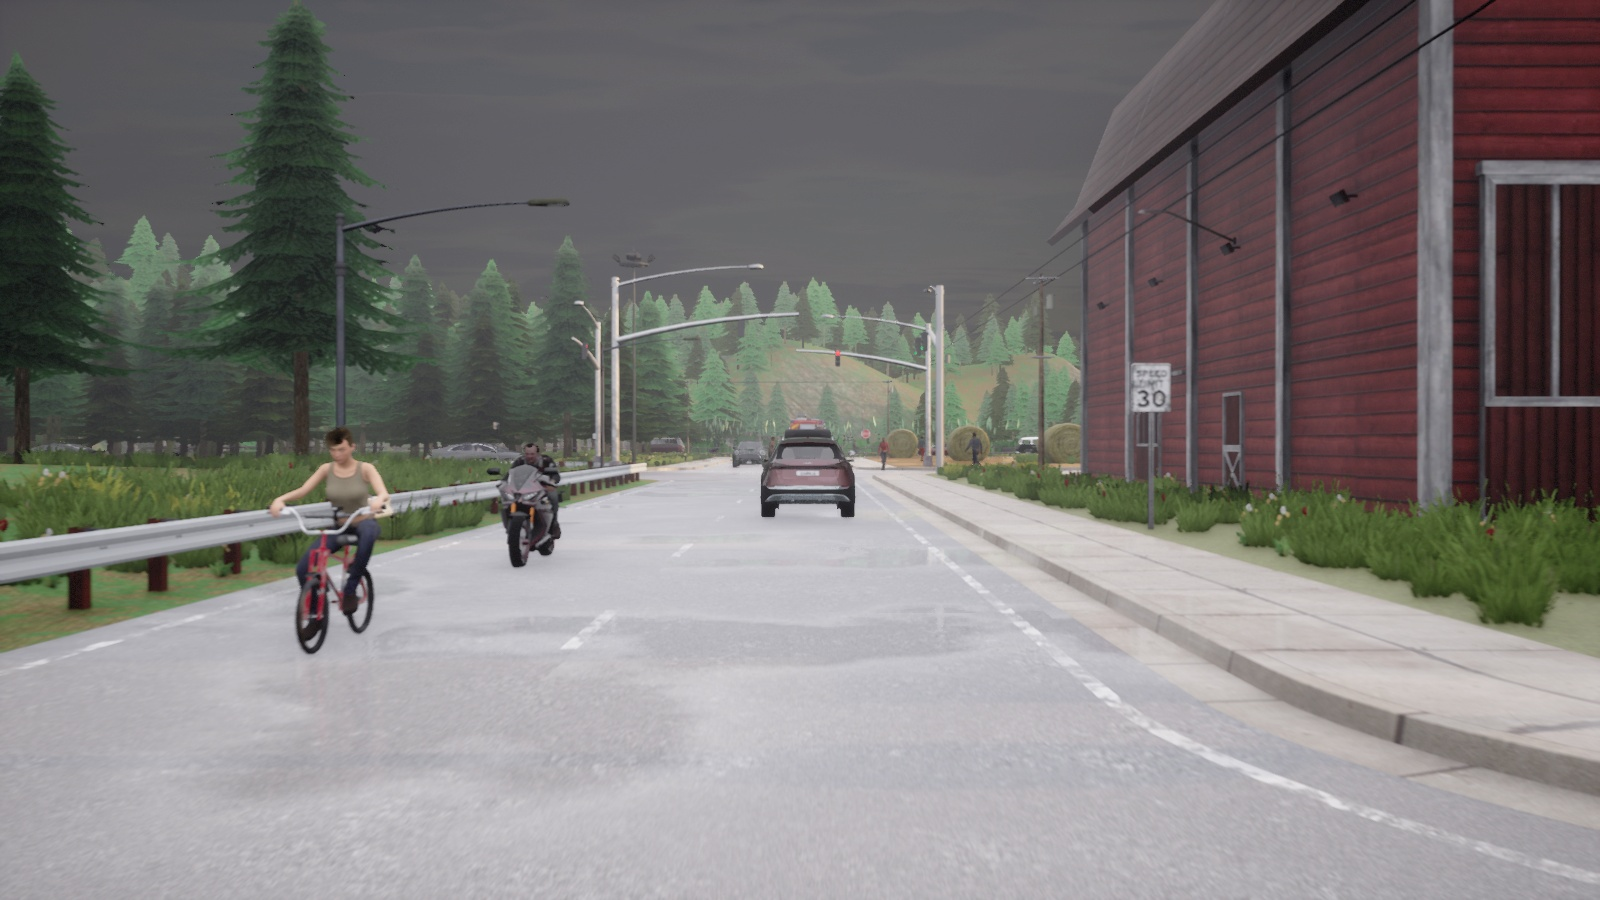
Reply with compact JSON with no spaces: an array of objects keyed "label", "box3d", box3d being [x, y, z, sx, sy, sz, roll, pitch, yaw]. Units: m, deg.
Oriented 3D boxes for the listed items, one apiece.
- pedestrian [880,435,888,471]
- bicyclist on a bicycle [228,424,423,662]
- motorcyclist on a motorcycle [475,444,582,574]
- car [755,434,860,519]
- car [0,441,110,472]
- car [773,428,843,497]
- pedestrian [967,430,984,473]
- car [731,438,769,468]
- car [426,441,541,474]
[{"label":"pedestrian","box3d":[4.340,0.155,64.965,0.331,1.846,0.636,0,0,-6]},{"label":"bicyclist on a bicycle","box3d":[-3.439,0.627,9.255,0.866,1.612,1.509,0,0,0]},{"label":"motorcyclist on a motorcycle","box3d":[-3.394,0.688,15.898,0.866,1.530,2.191,0,0,0]},{"label":"car","box3d":[0.167,0.523,26.761,2.033,1.649,4.856,0,0,0]},{"label":"car","box3d":[-37.379,0.311,62.482,5.008,1.535,1.882,0,0,0]},{"label":"car","box3d":[0.221,0.337,36.115,1.905,1.878,3.866,0,0,0]},{"label":"pedestrian","box3d":[7.903,0.066,56.463,0.423,1.949,0.788,0,0,-20]},{"label":"car","box3d":[-3.045,0.161,77.386,2.097,1.767,4.553,0,0,0]},{"label":"car","box3d":[-14.886,0.327,59.198,4.902,1.511,2.128,0,0,-1]}]
